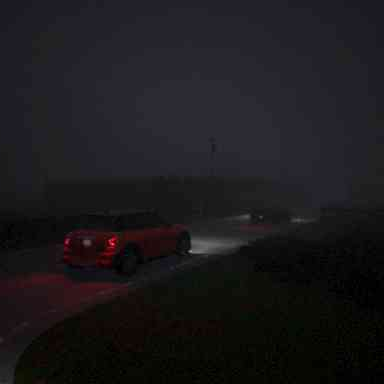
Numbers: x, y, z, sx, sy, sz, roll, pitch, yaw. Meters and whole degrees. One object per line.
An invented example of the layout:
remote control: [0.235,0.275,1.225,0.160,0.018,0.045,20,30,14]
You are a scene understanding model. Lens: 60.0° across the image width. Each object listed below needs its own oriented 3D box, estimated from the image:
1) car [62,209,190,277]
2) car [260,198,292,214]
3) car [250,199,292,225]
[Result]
car: [-1.822,1.366,10.743,2.097,1.767,4.553,0,0,27]
car: [9.402,1.519,36.932,2.128,1.511,4.902,0,0,30]
car: [5.793,1.496,23.996,1.882,1.535,5.008,0,0,30]
